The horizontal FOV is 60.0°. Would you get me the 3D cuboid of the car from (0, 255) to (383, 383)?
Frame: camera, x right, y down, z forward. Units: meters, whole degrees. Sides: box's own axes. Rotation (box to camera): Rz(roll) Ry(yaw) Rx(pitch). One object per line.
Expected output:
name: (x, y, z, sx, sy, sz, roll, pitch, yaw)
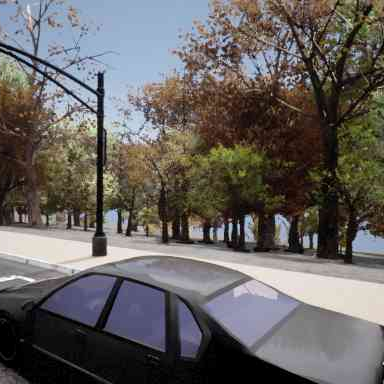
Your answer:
car: (-0.551, 1.547, 4.071, 5.357, 1.411, 2.033, 0, 0, 35)
